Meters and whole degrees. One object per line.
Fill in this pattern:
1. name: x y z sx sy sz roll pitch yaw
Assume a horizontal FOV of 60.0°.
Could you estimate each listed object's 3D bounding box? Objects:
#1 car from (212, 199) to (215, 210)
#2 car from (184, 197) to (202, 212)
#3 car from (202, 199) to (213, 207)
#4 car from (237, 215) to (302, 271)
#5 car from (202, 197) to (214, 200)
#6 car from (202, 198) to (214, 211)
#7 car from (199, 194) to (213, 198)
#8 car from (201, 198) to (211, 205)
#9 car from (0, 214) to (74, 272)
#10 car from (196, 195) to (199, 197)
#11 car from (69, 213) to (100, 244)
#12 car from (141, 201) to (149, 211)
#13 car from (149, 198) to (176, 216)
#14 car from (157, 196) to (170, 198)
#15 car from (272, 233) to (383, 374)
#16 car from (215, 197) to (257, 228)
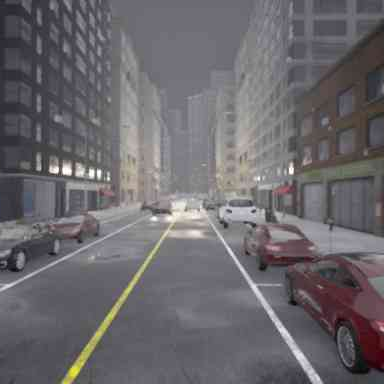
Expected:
1. car: 3.147 1.674 30.342 1.882 1.535 5.008 0 0 0
2. car: 0.058 1.801 44.010 1.812 1.442 4.674 0 0 1
3. car: 2.781 1.924 60.921 1.802 1.307 4.206 0 0 0
4. car: 2.767 1.663 10.952 1.802 1.307 4.206 0 0 0
5. car: 2.778 1.826 49.986 1.752 1.417 4.829 0 0 0
6. car: 2.775 1.841 44.265 1.947 1.339 4.313 0 0 0
7. car: 2.780 1.638 55.371 2.192 1.841 5.009 0 0 0
8. car: 2.782 1.882 66.645 1.752 1.417 4.829 0 0 0
9. car: -5.758 1.632 10.958 2.008 1.369 4.403 0 0 0
10. car: 0.048 1.826 59.905 2.128 1.511 4.902 0 -1 0
11. car: -5.757 1.697 16.510 1.802 1.307 4.206 0 0 0
12. car: -5.751 1.820 44.274 1.887 1.381 4.507 0 0 0
13. car: -3.082 1.705 35.542 1.882 1.535 5.008 0 0 0
14. car: -5.744 1.657 60.932 2.192 1.841 5.009 0 0 0
15. car: 2.765 1.626 5.396 1.802 1.307 4.206 0 0 0
16. car: 3.112 1.376 23.374 2.150 2.045 5.566 0 0 0
